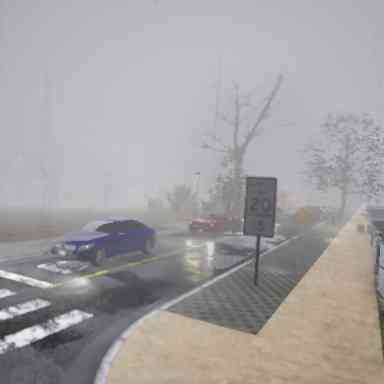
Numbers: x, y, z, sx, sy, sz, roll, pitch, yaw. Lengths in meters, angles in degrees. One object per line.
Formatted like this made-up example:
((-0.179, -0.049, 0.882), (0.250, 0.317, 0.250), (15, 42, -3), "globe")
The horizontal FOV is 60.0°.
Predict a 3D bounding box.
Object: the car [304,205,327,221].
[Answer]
((14.612, 2.410, 40.263), (2.097, 1.767, 4.553), (4, 0, 28), "car")

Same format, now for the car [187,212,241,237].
((1.522, 1.987, 21.489), (1.895, 1.301, 4.718), (4, 0, 27), "car")

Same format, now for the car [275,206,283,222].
((8.014, 2.197, 33.936), (1.837, 1.490, 4.892), (4, 2, 28), "car")

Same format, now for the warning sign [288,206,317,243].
((6.272, 1.809, 18.938), (1.300, 1.860, 1.060), (4, 1, 27), "warning sign")

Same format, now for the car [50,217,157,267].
((-3.058, 1.695, 12.545), (1.812, 1.442, 4.674), (4, 0, 26), "car")

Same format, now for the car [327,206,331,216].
((20.680, 2.882, 51.979), (1.812, 1.442, 4.674), (4, 0, 27), "car")
